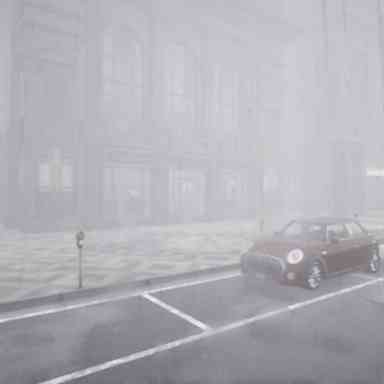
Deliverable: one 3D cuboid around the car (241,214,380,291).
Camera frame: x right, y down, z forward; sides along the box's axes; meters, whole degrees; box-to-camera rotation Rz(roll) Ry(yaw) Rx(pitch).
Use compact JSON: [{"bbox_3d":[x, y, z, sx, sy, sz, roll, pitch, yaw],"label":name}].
[{"bbox_3d":[3.239,1.443,8.954,4.097,1.590,1.967,0,0,-35],"label":"car"}]
